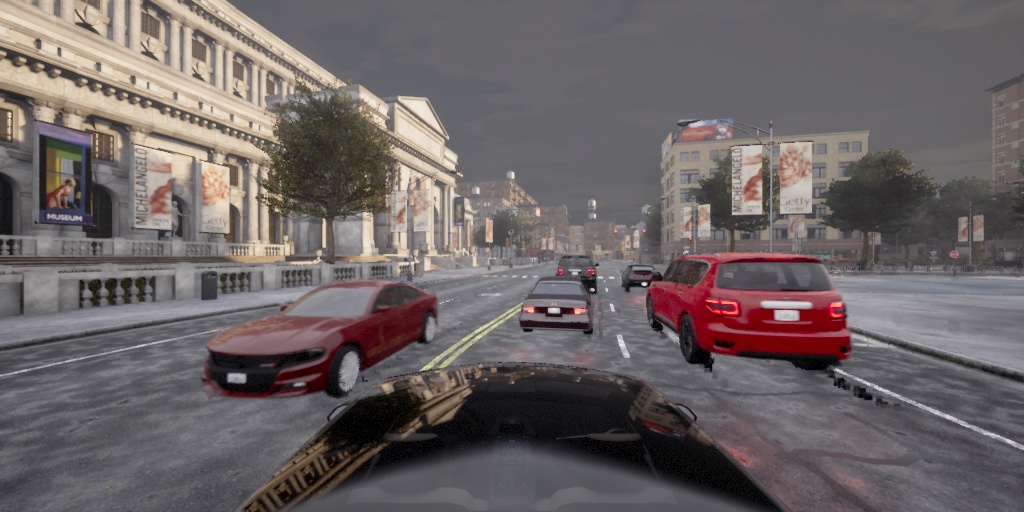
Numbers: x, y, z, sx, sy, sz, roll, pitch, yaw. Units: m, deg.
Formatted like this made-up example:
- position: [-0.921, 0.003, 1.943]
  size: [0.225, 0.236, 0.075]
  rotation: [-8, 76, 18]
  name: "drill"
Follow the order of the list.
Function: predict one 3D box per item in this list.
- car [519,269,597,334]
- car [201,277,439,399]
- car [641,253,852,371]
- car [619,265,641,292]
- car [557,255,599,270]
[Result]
- position: [1.455, 1.296, 10.677]
  size: [2.033, 1.411, 5.357]
  rotation: [0, 0, 11]
  name: "car"
- position: [-3.000, 1.227, 6.870]
  size: [1.882, 1.535, 5.008]
  rotation: [0, 0, 9]
  name: "car"
- position: [4.533, 0.970, 7.922]
  size: [2.150, 2.045, 5.566]
  rotation: [0, 0, 10]
  name: "car"
- position: [7.529, 1.249, 21.213]
  size: [1.837, 1.490, 4.892]
  rotation: [0, -1, 13]
  name: "car"
- position: [3.786, 0.969, 20.656]
  size: [2.150, 2.045, 5.566]
  rotation: [0, 0, 13]
  name: "car"
